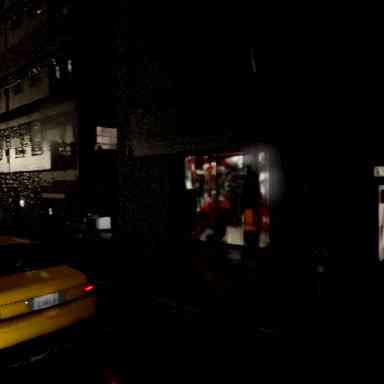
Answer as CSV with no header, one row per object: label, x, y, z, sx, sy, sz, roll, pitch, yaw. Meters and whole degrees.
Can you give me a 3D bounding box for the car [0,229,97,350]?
car,-3.893,1.458,6.116,5.366,1.575,1.801,-1,1,40
